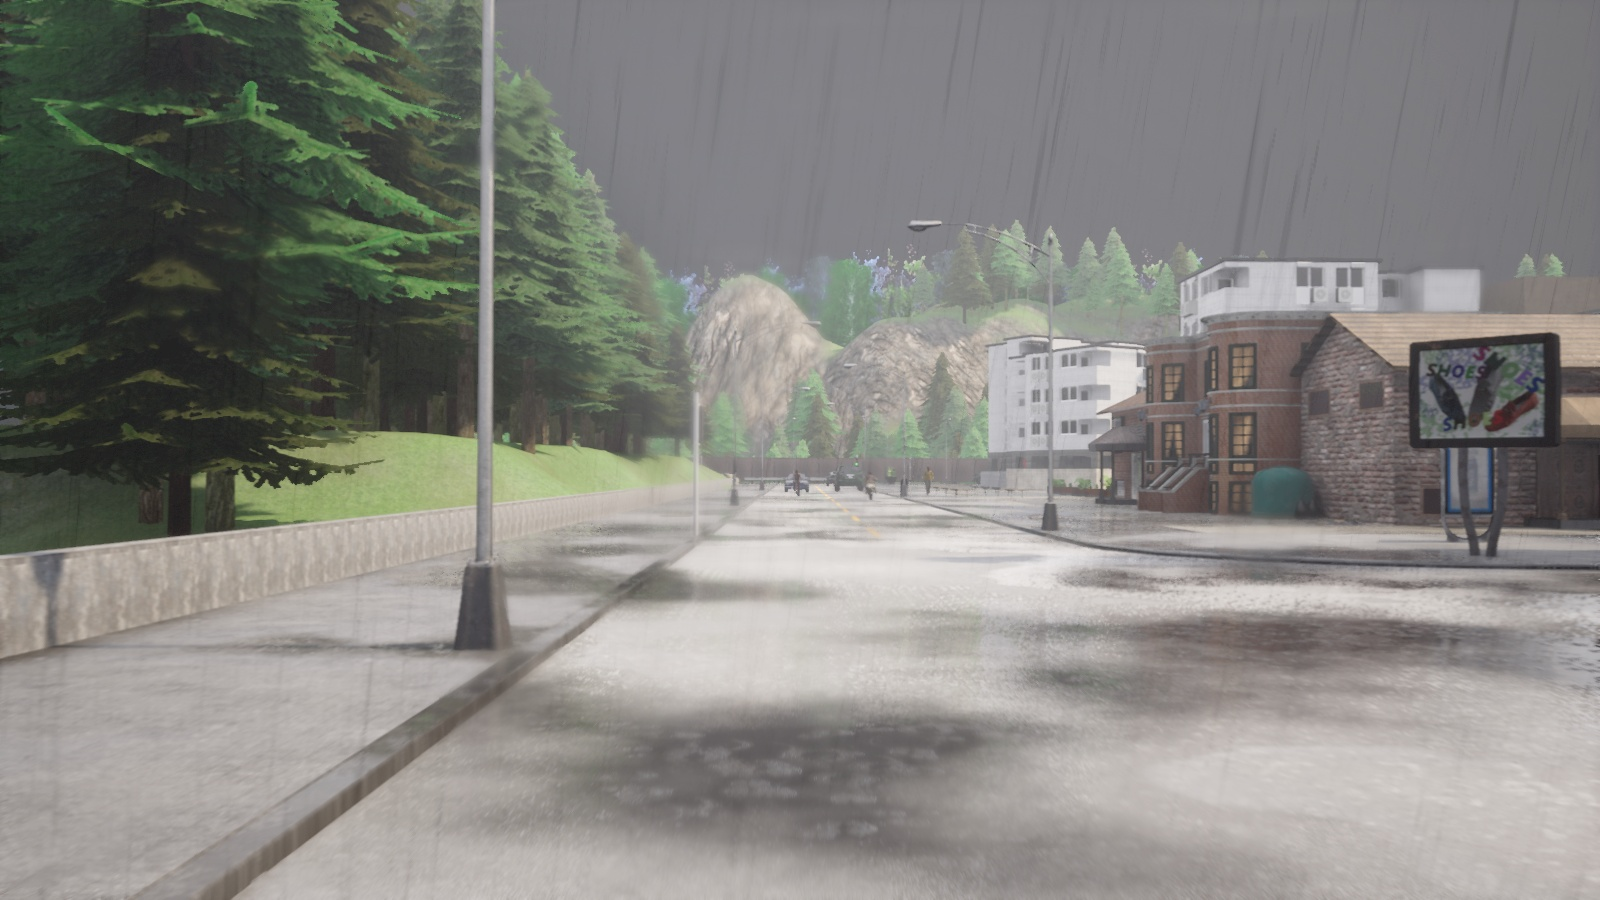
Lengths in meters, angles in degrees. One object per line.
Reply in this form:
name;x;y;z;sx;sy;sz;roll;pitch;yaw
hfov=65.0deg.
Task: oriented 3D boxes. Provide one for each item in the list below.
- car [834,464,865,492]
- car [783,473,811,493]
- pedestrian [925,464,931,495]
car;3.776;2.135;96.563;2.150;2.045;5.566;0;-1;0
car;-0.216;2.429;93.560;2.033;1.411;5.357;0;-1;0
pedestrian;7.671;1.754;75.275;0.370;1.835;0.726;0;-1;4
